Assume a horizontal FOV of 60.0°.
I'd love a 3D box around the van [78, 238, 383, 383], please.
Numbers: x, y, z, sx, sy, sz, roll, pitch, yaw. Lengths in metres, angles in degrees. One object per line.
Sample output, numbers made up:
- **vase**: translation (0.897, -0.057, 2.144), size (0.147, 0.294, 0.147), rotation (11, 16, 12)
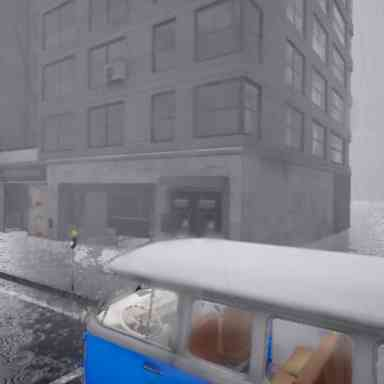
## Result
- **van**: translation (0.917, 1.339, 2.294), size (3.998, 1.788, 1.690), rotation (0, 1, 36)
